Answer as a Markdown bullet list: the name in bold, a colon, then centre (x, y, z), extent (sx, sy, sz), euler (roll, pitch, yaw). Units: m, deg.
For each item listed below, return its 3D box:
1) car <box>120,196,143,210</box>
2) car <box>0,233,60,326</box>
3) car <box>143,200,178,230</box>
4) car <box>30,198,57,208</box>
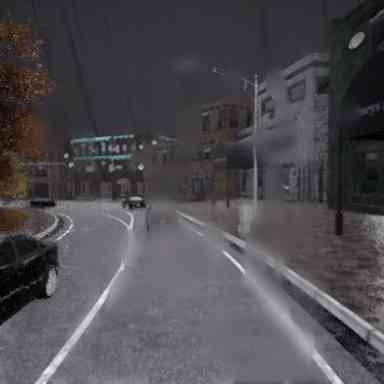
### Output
- **car**: centre (-6.953, 1.265, 38.868), extent (1.882, 1.535, 5.008), euler (-1, 1, -26)
- **car**: centre (-3.848, 1.491, 5.598), extent (1.882, 1.535, 5.008), euler (0, 0, -3)
- **car**: centre (-1.972, 1.465, 20.921), extent (1.837, 1.490, 4.892), euler (0, 0, -9)
- **car**: centre (-19.958, 1.450, 44.683), extent (1.895, 1.301, 4.718), euler (-2, 2, -45)
